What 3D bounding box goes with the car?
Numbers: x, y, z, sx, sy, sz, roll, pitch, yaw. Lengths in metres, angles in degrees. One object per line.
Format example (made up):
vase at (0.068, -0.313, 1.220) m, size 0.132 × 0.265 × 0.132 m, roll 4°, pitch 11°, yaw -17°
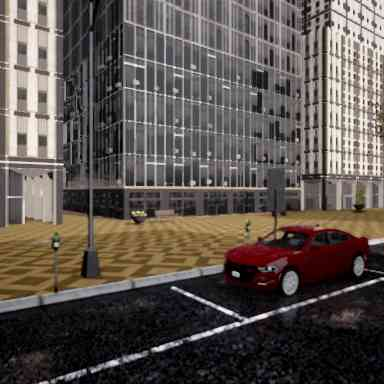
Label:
car at (2.787, 1.547, 8.552) m, size 4.507 × 1.381 × 1.887 m, roll 0°, pitch 0°, yaw -36°
